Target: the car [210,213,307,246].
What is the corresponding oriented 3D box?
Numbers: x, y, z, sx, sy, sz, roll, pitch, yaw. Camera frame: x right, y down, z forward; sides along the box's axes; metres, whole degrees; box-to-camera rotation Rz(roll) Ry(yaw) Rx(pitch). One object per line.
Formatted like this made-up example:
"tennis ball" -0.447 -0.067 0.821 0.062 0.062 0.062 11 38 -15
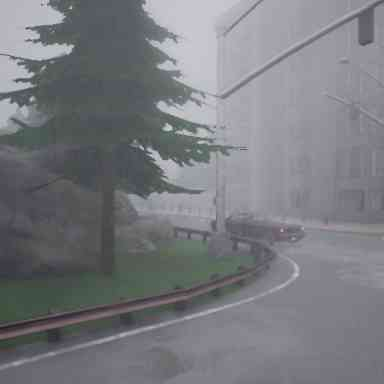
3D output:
"car" 3.046 1.690 16.004 1.895 1.301 4.718 0 0 -37
